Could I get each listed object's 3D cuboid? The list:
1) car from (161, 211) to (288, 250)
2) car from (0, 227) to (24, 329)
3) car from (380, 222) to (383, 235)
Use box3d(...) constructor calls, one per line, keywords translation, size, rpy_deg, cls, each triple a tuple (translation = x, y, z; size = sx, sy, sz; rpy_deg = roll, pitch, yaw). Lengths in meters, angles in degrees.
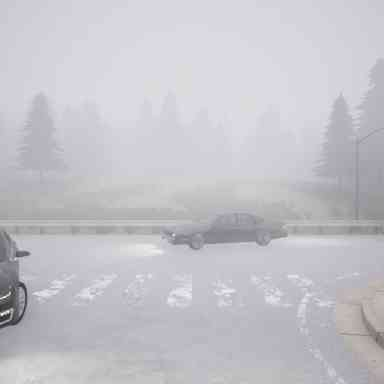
box3d(translation=(1.457, 1.547, 14.233), size=(5.357, 1.411, 2.033), rpy_deg=(0, 0, -20), cls="car")
box3d(translation=(-4.458, 1.505, 6.591), size=(1.837, 1.490, 4.892), rpy_deg=(0, 0, -28), cls="car")
box3d(translation=(11.236, 1.491, 15.112), size=(4.902, 1.511, 2.128), rpy_deg=(0, 0, 0), cls="car")
